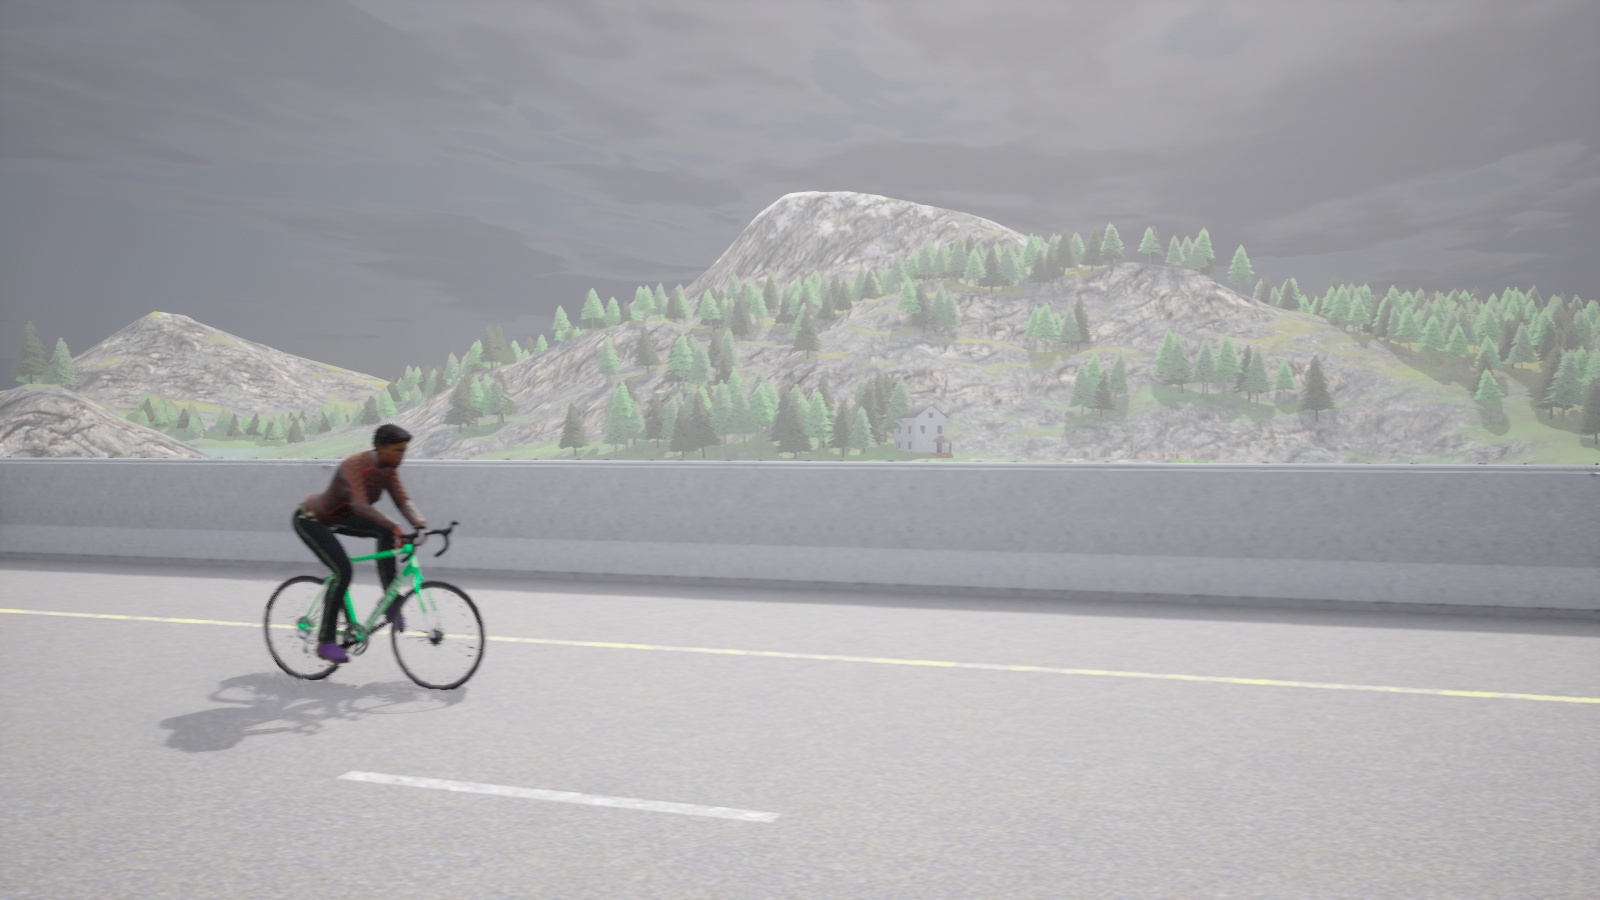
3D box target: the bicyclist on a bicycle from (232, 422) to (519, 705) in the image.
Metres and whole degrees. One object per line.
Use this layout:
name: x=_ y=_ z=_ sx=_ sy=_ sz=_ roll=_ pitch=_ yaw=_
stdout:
bicyclist on a bicycle: x=-2.626 y=0.645 z=7.767 sx=1.656 sy=1.620 sz=0.582 roll=1 pitch=1 yaw=19
